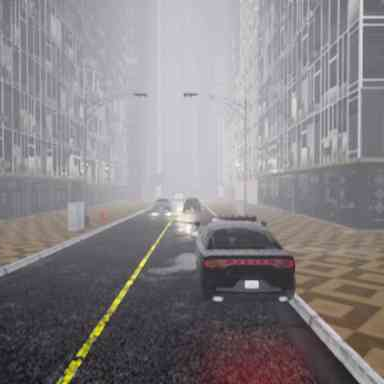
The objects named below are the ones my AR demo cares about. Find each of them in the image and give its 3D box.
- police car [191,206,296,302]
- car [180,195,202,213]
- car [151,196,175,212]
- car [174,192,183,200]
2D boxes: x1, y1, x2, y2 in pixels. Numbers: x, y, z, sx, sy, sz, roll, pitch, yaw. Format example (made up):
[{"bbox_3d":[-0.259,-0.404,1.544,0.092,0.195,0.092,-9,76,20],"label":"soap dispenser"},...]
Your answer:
[{"bbox_3d":[1.034,1.387,8.356,1.930,1.638,5.238,0,0,0],"label":"police car"},{"bbox_3d":[0.006,1.355,35.353,1.837,1.490,4.892,0,0,0],"label":"car"},{"bbox_3d":[-3.167,1.371,36.275,1.812,1.442,4.674,0,0,0],"label":"car"},{"bbox_3d":[-3.146,0.925,79.646,2.150,2.045,5.566,0,0,0],"label":"car"}]
